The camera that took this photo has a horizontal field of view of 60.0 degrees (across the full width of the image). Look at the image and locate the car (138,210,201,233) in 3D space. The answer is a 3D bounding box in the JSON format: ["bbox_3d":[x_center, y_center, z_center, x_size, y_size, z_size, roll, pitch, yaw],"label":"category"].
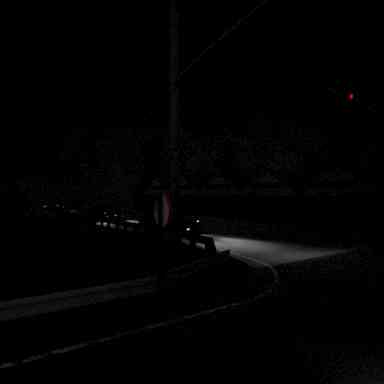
[{"bbox_3d":[-1.482,1.792,20.626,1.895,1.301,4.718,0,0,-35],"label":"car"}]

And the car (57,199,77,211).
[{"bbox_3d":[-16.606,1.689,44.315,1.837,1.490,4.892,-1,0,-8],"label":"car"}]

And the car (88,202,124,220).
[{"bbox_3d":[-7.695,1.696,29.458,1.837,1.490,4.892,0,0,-35],"label":"car"}]
